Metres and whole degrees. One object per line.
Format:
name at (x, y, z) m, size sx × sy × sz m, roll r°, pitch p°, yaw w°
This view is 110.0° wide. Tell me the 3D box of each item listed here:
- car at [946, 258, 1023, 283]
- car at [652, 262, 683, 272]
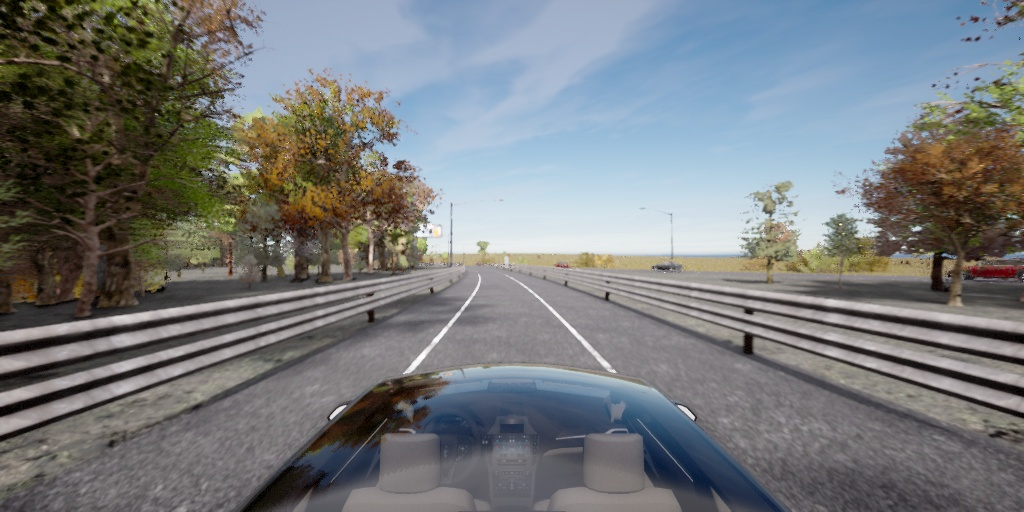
car at (36.438, 0.973, 27.130) m, size 2.097 × 1.767 × 4.553 m, roll 0°, pitch -1°, yaw -26°
car at (23.427, 1.627, 54.176) m, size 2.128 × 1.511 × 4.902 m, roll 0°, pitch -1°, yaw -26°
